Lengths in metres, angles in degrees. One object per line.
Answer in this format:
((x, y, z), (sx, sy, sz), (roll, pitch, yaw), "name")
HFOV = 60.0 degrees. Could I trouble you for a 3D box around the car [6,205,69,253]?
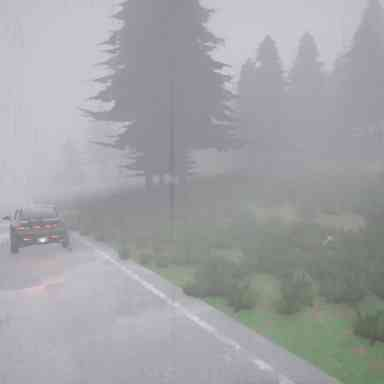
((-6.070, 1.284, 12.977), (1.837, 1.490, 4.892), (-3, 2, -29), "car")
